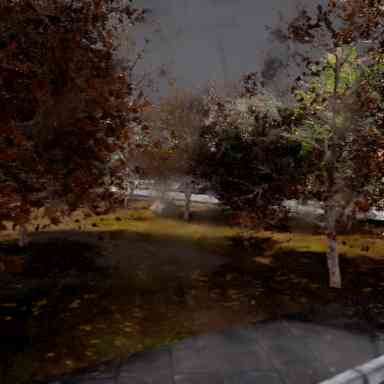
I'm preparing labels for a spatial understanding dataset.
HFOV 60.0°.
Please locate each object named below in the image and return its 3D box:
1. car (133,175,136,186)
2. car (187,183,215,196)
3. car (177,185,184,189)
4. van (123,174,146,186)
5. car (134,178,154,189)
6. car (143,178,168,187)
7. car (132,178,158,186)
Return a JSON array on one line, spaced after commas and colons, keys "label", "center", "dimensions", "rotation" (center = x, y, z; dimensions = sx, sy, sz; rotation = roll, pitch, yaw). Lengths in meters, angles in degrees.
[{"label": "car", "center": [-7.403, -1.137, 47.123], "dimensions": [1.946, 1.575, 5.366], "rotation": [5, 3, 34]}, {"label": "car", "center": [1.852, -0.290, 41.042], "dimensions": [2.097, 1.535, 5.008], "rotation": [5, 3, 34]}, {"label": "car", "center": [-0.406, -0.752, 42.610], "dimensions": [2.435, 2.045, 5.566], "rotation": [5, 3, 34]}, {"label": "van", "center": [-11.345, -2.358, 65.736], "dimensions": [1.878, 1.987, 4.442], "rotation": [5, 3, 34]}, {"label": "car", "center": [-5.009, -0.922, 45.722], "dimensions": [2.231, 1.521, 4.892], "rotation": [5, 3, 34]}, {"label": "car", "center": [-6.839, -1.723, 62.829], "dimensions": [2.163, 1.488, 4.792], "rotation": [5, 3, 34]}, {"label": "car", "center": [-9.014, -1.912, 64.312], "dimensions": [2.163, 1.488, 4.792], "rotation": [5, 3, 34]}]
